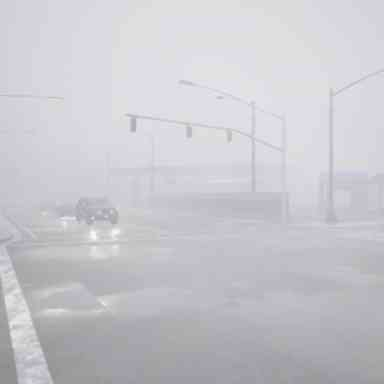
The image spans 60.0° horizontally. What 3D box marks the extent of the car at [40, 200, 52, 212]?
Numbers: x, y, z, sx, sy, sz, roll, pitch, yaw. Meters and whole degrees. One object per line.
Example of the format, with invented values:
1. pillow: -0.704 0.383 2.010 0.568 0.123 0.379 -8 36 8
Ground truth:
1. car: -19.193 1.814 44.710 1.837 1.490 4.892 1 -1 -32

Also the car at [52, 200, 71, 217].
1. car: -12.959 1.824 34.758 1.994 1.385 4.181 1 -1 -32

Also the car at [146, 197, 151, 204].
1. car: -7.575 1.856 71.089 4.611 1.667 2.242 1 -1 -31

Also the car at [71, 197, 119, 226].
1. car: -7.626 1.440 26.263 2.150 2.045 5.566 1 -1 -32
